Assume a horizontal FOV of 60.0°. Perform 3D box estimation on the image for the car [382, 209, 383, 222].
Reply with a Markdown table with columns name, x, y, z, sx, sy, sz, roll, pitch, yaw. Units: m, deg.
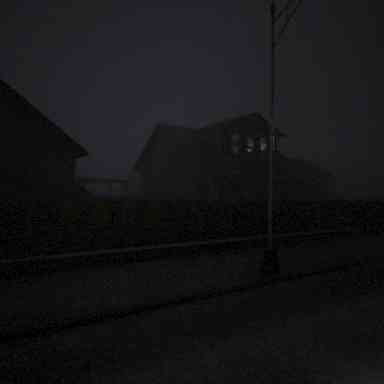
| name | x | y | z | sx | sy | sz | roll | pitch | yaw |
| --- | --- | --- | --- | --- | --- | --- | --- | --- | --- |
| car | 13.095 | 1.704 | 24.740 | 2.033 | 1.415 | 5.357 | 1 | -1 | -33 |
